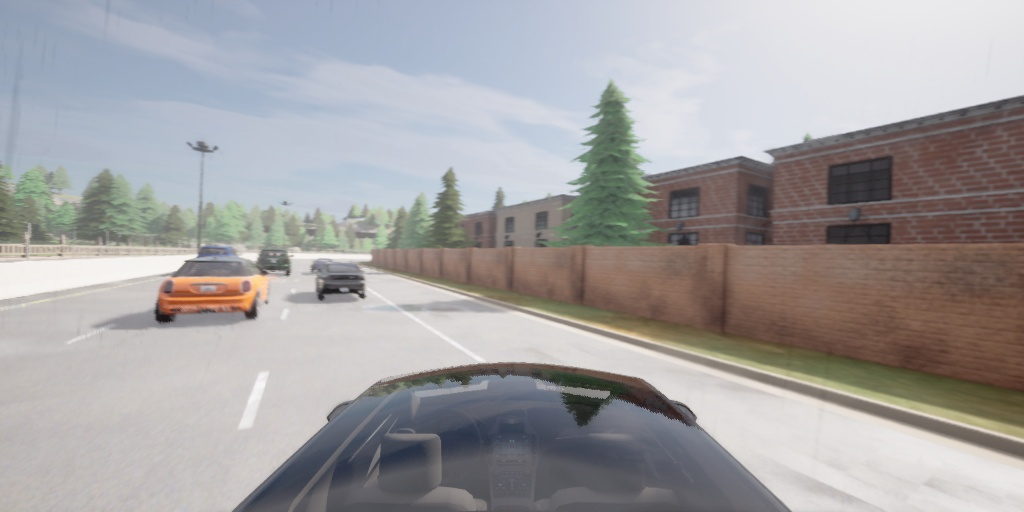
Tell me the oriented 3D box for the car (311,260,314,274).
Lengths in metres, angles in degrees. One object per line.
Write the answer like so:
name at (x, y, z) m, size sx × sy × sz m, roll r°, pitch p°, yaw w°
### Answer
car at (-16.902, 0.865, 32.263) m, size 1.994 × 1.385 × 4.181 m, roll 2°, pitch 0°, yaw -30°

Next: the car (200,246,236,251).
car at (-21.965, 0.309, 27.038) m, size 2.150 × 2.045 × 5.566 m, roll 2°, pitch 0°, yaw -30°

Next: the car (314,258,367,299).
car at (-7.852, 1.049, 16.371) m, size 1.837 × 1.490 × 4.892 m, roll 2°, pitch 0°, yaw -30°

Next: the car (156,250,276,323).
car at (-8.841, 0.829, 11.050) m, size 2.097 × 1.767 × 4.553 m, roll 2°, pitch 0°, yaw -30°

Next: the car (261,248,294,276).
car at (-18.685, 0.436, 28.345) m, size 2.150 × 2.045 × 5.566 m, roll 2°, pitch 0°, yaw -30°
